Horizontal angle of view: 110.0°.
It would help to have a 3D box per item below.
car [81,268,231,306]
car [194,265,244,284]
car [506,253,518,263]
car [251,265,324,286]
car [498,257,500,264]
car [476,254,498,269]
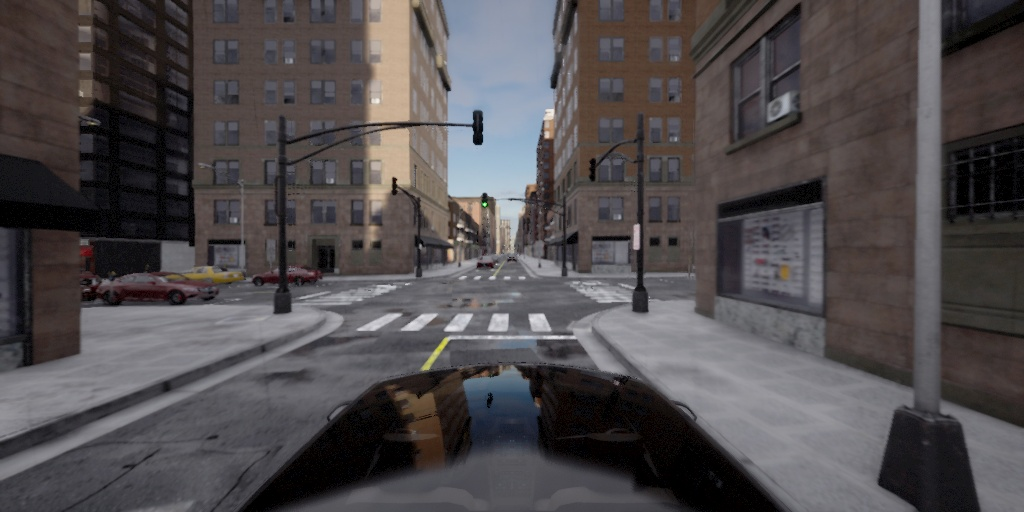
[{"bbox_3d":[-14.569,1.303,14.857,4.207,1.307,1.802,0,0,0],"label":"car"},{"bbox_3d":[-20.297,1.255,23.404,4.829,1.417,1.751,0,0,0],"label":"car"},{"bbox_3d":[0.016,0.418,64.685,1.837,1.490,4.892,0,1,0],"label":"car"},{"bbox_3d":[-14.564,1.244,23.382,4.207,1.307,1.802,0,0,0],"label":"car"},{"bbox_3d":[-3.027,0.498,58.828,1.837,1.490,4.892,0,1,1],"label":"car"},{"bbox_3d":[-3.070,0.702,42.211,1.882,1.535,5.008,0,1,0],"label":"car"}]
